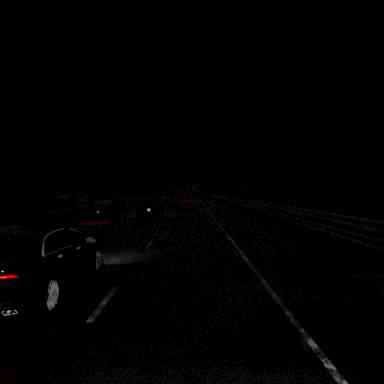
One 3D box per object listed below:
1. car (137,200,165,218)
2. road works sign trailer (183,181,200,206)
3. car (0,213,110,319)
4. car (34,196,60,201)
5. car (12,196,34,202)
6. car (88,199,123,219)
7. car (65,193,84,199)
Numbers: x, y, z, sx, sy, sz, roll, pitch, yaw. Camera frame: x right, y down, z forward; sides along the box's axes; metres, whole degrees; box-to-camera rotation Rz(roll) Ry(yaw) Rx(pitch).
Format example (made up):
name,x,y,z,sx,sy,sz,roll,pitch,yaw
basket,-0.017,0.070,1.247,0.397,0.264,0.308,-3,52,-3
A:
name,x,y,z,sx,sy,sz,roll,pitch,yaw
car,-3.395,1.381,28.279,1.994,1.385,4.181,0,0,0
road works sign trailer,0.006,0.155,47.731,2.380,3.560,2.880,0,0,0
car,-3.398,1.457,7.332,1.837,1.490,4.892,0,0,0
car,-21.065,1.282,49.579,1.895,1.301,4.718,0,0,0
car,-24.561,1.230,49.402,2.033,1.411,5.357,0,0,1
car,-6.896,1.304,26.896,1.882,1.535,5.008,0,0,0
car,-17.564,1.031,49.970,2.097,1.767,4.553,0,0,0
